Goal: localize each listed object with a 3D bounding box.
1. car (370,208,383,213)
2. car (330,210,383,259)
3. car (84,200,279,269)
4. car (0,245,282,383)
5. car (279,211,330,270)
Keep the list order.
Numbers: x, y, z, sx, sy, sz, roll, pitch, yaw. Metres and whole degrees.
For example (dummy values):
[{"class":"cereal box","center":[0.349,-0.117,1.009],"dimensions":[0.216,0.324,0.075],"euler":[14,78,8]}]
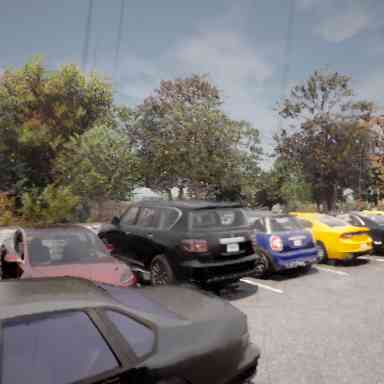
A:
[{"class":"car","center":[6.071,1.510,13.777],"dimensions":[2.231,1.521,4.892],"euler":[0,0,-36]},{"class":"car","center":[3.815,1.492,12.165],"dimensions":[2.097,1.535,5.008],"euler":[0,0,-36]},{"class":"car","center":[-0.721,1.230,8.969],"dimensions":[2.435,2.045,5.566],"euler":[0,0,-36]},{"class":"car","center":[-1.826,1.547,2.688],"dimensions":[5.357,1.411,2.033],"euler":[0,0,-36]},{"class":"car","center":[1.570,1.359,10.531],"dimensions":[2.185,1.767,4.553],"euler":[0,0,-36]}]
